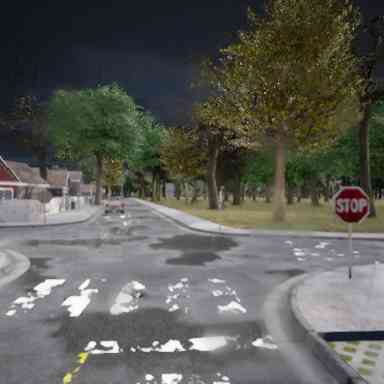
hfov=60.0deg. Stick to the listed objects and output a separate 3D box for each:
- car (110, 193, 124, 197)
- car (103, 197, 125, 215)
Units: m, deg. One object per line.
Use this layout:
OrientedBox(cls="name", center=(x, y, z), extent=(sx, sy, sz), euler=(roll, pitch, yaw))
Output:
OrientedBox(cls="car", center=(-13.179, 1.174, 58.712), extent=(2.150, 2.045, 5.566), euler=(0, 0, -12))
OrientedBox(cls="car", center=(-7.710, 1.516, 33.218), extent=(1.812, 1.442, 4.674), euler=(0, 0, -12))
